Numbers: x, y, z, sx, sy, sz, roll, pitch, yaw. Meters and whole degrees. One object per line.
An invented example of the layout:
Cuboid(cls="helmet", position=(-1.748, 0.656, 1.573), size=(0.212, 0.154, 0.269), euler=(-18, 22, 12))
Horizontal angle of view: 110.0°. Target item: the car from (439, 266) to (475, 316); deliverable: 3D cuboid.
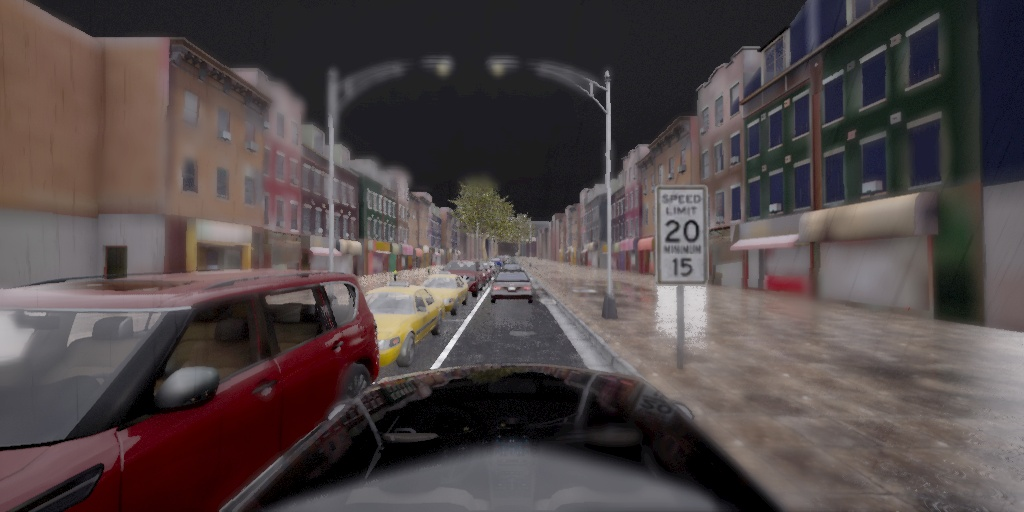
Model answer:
Cuboid(cls="car", position=(-2.637, 1.279, 13.470), size=(1.751, 1.417, 4.829), euler=(0, 0, 0))

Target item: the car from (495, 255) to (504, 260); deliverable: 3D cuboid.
Cuboid(cls="car", position=(-2.750, 1.080, 62.149), size=(1.882, 1.535, 5.008), euler=(0, 0, 0))

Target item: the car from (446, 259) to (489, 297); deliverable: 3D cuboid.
Cuboid(cls="car", position=(-2.637, 1.068, 19.176), size=(2.192, 1.841, 5.009), euler=(0, 0, 0))

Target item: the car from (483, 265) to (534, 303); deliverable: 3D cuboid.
Cuboid(cls="car", position=(0.000, 1.318, 16.502), size=(2.033, 1.411, 5.357), euler=(0, 0, 0))

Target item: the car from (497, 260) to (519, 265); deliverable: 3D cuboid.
Cuboid(cls="car", position=(0.000, 1.303, 31.504), size=(2.033, 1.411, 5.357), euler=(0, 0, 0))

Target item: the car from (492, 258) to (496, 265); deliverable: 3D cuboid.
Cuboid(cls="car", position=(-2.637, 1.182, 30.251), size=(1.967, 1.591, 4.097), euler=(0, 0, 0))

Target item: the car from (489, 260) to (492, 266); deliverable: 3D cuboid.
Cuboid(cls="car", position=(-2.637, 1.190, 24.714), size=(1.967, 1.591, 4.097), euler=(0, 0, 0))

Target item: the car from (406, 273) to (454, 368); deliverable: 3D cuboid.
Cuboid(cls="car", position=(-2.637, 1.276, 7.935), size=(1.751, 1.417, 4.829), euler=(0, 0, 0))

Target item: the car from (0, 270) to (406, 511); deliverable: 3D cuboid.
Cuboid(cls="car", position=(-2.637, 1.064, 2.569), size=(2.192, 1.841, 5.009), euler=(0, 0, 0))

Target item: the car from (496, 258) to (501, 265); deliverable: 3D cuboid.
Cuboid(cls="car", position=(-2.637, 1.261, 41.325), size=(2.007, 1.370, 4.403), euler=(0, 0, 0))
